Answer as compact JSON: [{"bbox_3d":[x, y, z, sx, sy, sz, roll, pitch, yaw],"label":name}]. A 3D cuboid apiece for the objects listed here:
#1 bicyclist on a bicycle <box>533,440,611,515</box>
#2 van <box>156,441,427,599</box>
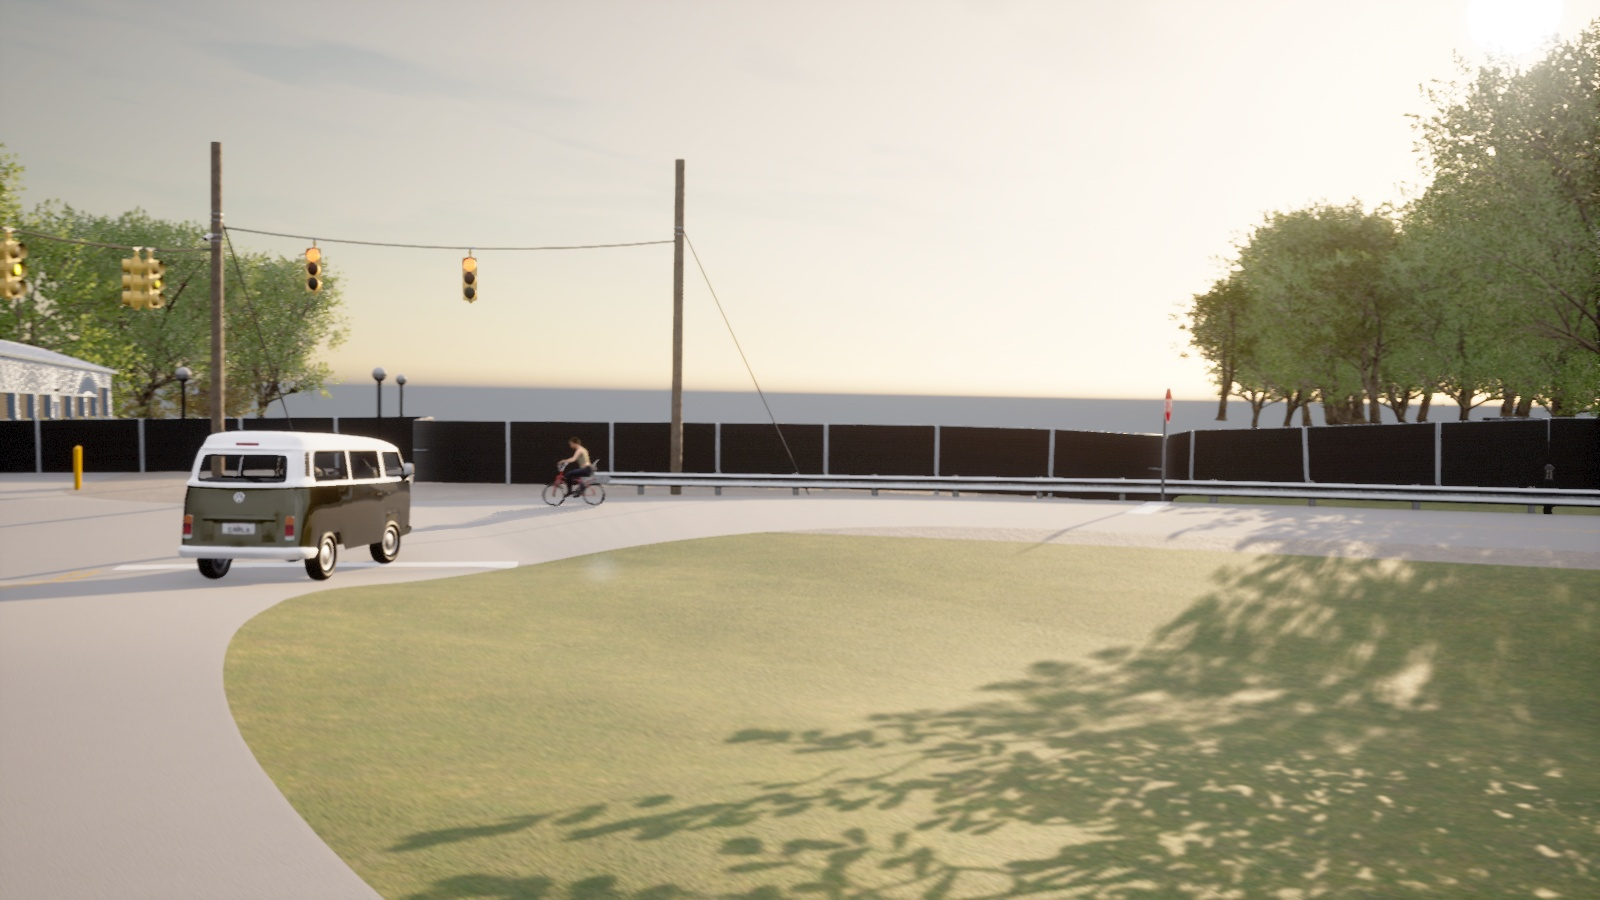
[{"bbox_3d":[-5.263,0.618,29.079,1.509,1.612,0.866,-2,3,6],"label":"bicyclist on a bicycle"},{"bbox_3d":[-7.231,0.897,18.450,2.069,2.038,4.480,0,0,2],"label":"van"}]
